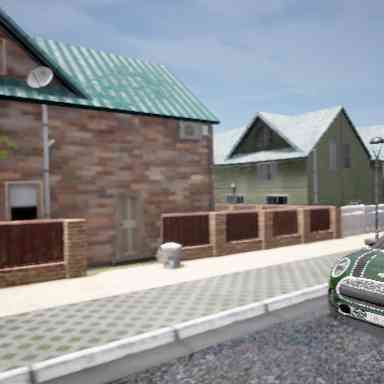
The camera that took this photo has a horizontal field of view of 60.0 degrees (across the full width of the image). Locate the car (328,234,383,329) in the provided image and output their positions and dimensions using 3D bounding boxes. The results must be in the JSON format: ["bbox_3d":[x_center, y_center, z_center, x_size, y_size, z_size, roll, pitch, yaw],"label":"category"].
[{"bbox_3d":[4.646,1.347,6.388,4.553,1.767,2.097,0,0,-36],"label":"car"}]
